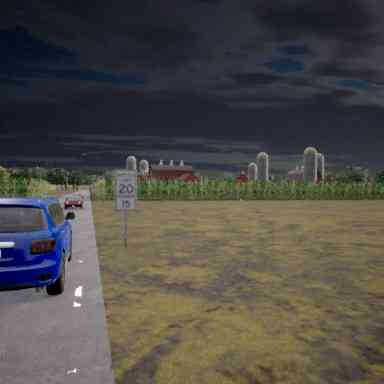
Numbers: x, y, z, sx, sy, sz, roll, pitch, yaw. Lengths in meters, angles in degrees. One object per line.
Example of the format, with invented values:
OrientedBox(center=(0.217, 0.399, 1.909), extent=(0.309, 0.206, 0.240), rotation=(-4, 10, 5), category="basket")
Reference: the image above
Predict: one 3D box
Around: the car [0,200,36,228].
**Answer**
OrientedBox(center=(-11.050, 1.270, 20.693), extent=(1.812, 1.442, 4.674), rotation=(0, 0, -17), category="car")

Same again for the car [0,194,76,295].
OrientedBox(center=(-4.228, 1.130, 8.280), extent=(2.150, 2.045, 5.566), rotation=(0, 1, -17), category="car")

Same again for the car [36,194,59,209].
OrientedBox(center=(-16.123, 1.052, 37.258), extent=(1.837, 1.490, 4.892), rotation=(0, 0, -17), category="car")

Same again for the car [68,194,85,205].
OrientedBox(center=(-16.114, 0.997, 46.659), extent=(2.033, 1.411, 5.357), rotation=(0, 1, -17), category="car")

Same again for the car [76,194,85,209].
OrientedBox(center=(-13.091, 1.170, 37.056), extent=(1.895, 1.301, 4.718), rotation=(0, 1, -17), category="car")
